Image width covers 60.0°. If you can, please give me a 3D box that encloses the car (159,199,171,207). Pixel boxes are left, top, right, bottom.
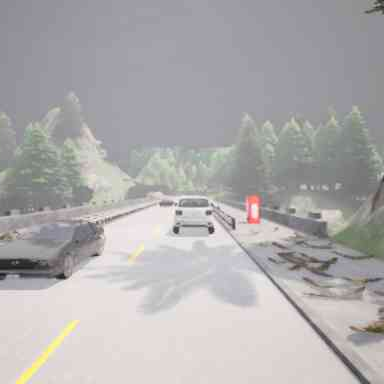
[{"bbox_3d":[-4.032,1.672,52.003,1.895,1.301,4.718,0,0,1],"label":"car"}]

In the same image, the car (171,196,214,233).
[{"bbox_3d":[0.098,1.250,19.970,2.150,2.045,5.566,0,0,0],"label":"car"}]

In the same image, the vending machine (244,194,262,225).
[{"bbox_3d":[4.300,1.227,23.366,1.100,2.100,0.880,0,0,0],"label":"vending machine"}]

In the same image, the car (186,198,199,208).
[{"bbox_3d":[0.101,1.670,50.380,1.895,1.301,4.718,0,0,0],"label":"car"}]

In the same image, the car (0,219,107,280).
[{"bbox_3d":[-4.096,1.562,10.285,2.033,1.411,5.357,0,0,0],"label":"car"}]
